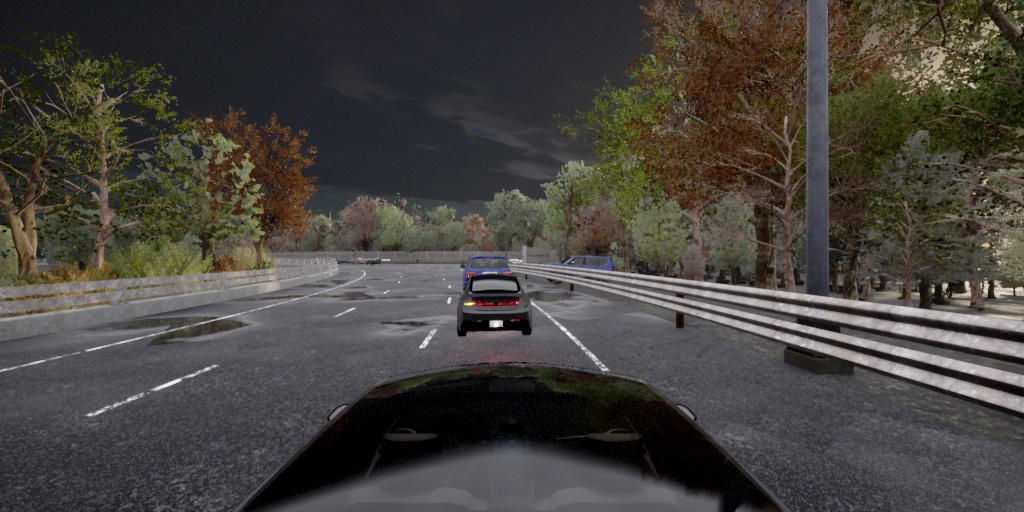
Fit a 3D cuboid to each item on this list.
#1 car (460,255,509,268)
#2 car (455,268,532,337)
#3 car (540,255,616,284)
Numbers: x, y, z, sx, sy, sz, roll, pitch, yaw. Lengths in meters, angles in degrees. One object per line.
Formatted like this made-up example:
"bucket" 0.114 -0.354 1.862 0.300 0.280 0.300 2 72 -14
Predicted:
"car" -1.334 0.971 17.833 2.150 2.045 5.566 0 0 -8
"car" -0.561 1.254 10.358 1.837 1.490 4.892 0 0 -5
"car" 4.820 0.954 26.152 5.566 2.045 2.150 3 1 -9
